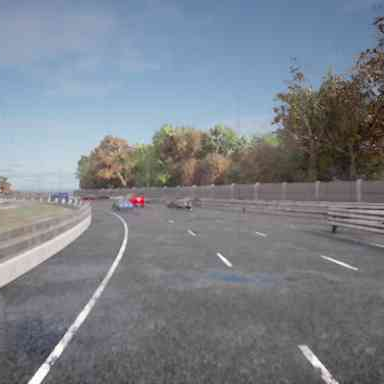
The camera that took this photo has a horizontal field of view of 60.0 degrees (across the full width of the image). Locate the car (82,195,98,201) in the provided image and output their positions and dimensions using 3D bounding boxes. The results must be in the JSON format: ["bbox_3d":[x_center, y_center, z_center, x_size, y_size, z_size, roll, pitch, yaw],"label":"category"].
[{"bbox_3d":[-23.206,1.319,75.806,5.008,1.535,1.882,0,0,45],"label":"car"}]

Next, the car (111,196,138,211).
[{"bbox_3d":[-8.537,1.552,40.457,2.033,1.411,5.357,0,0,-23],"label":"car"}]

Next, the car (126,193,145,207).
[{"bbox_3d":[-8.691,1.223,49.073,2.150,2.045,5.566,0,0,-27],"label":"car"}]

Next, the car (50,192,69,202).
[{"bbox_3d":[-28.383,1.081,71.091,5.566,2.045,2.150,0,0,45],"label":"car"}]

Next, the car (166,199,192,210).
[{"bbox_3d":[-1.742,1.534,42.316,2.033,1.411,5.357,0,0,-22],"label":"car"}]
